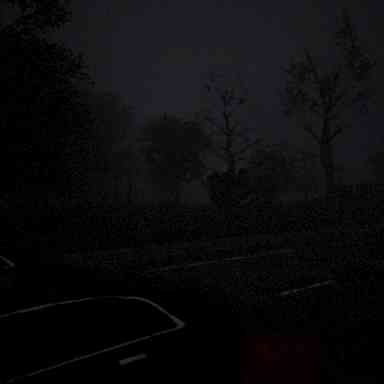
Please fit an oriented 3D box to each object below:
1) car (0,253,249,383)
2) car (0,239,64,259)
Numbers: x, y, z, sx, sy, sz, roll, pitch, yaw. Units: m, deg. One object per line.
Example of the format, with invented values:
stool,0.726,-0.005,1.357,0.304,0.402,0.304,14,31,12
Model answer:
car,-1.699,1.499,2.703,4.892,1.490,1.837,0,0,-35
car,-4.442,1.494,5.041,4.892,1.490,1.837,0,0,-35
